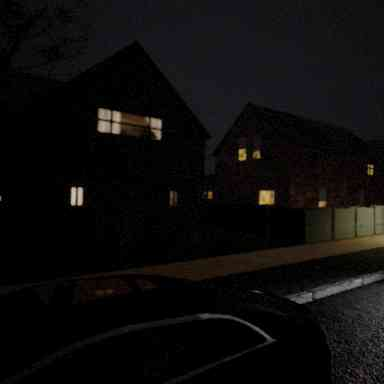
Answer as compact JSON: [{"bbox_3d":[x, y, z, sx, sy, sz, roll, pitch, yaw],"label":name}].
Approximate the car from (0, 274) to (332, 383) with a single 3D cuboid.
[{"bbox_3d":[-0.985,1.495,2.369,4.902,1.511,2.128,1,0,-35],"label":"car"}]
